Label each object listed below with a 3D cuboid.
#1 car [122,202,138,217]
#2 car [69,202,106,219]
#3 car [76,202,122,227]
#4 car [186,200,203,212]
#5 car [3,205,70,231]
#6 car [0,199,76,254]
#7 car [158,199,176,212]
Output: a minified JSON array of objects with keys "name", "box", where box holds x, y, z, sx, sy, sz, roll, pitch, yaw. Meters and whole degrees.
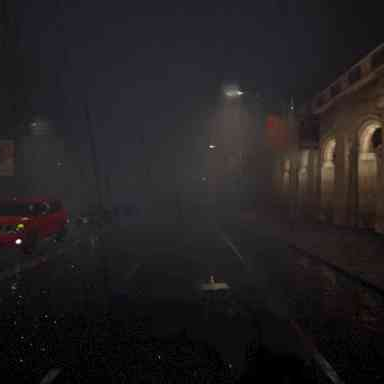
[{"name":"car","box":[-6.847,1.745,34.780,1.882,1.535,5.008,0,0,1]},{"name":"car","box":[-10.361,1.804,33.480,2.033,1.411,5.357,0,0,1]},{"name":"car","box":[-6.982,1.679,24.370,2.128,1.511,4.902,0,0,1]},{"name":"car","box":[0.298,1.823,43.140,2.128,1.511,4.902,0,0,1]},{"name":"car","box":[-10.504,1.724,23.038,2.033,1.411,5.357,0,0,1]},{"name":"car","box":[-7.097,1.331,14.245,2.150,2.045,5.566,0,0,-2]},{"name":"car","box":[-3.199,1.685,43.374,2.097,1.767,4.553,0,0,1]}]
